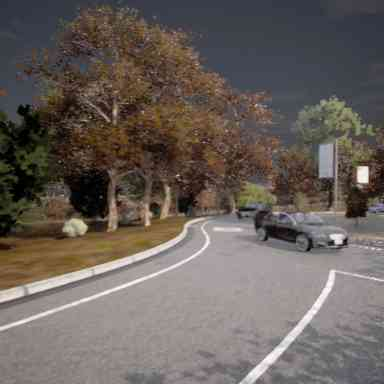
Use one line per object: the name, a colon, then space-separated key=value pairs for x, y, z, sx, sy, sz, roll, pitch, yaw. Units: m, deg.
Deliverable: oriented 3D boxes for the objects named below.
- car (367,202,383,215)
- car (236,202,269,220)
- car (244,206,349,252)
car: x=22.099 y=1.829 z=37.661 sx=5.357 sy=1.411 sz=2.033 roll=-1 pitch=-1 yaw=7
car: x=5.645 y=1.660 z=29.651 sx=2.128 sy=1.511 sz=4.902 roll=0 pitch=0 yaw=34
car: x=4.580 y=1.581 z=14.610 sx=2.128 sy=1.511 sz=4.902 roll=1 pitch=0 yaw=-21
